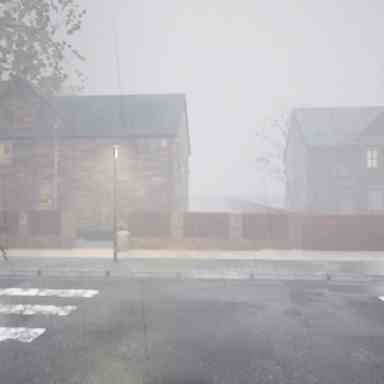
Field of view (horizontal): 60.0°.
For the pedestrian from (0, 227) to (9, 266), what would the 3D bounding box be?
[{"bbox_3d":[-5.733,1.295,10.035,0.375,1.860,0.375,0,-1,5],"label":"pedestrian"}]
